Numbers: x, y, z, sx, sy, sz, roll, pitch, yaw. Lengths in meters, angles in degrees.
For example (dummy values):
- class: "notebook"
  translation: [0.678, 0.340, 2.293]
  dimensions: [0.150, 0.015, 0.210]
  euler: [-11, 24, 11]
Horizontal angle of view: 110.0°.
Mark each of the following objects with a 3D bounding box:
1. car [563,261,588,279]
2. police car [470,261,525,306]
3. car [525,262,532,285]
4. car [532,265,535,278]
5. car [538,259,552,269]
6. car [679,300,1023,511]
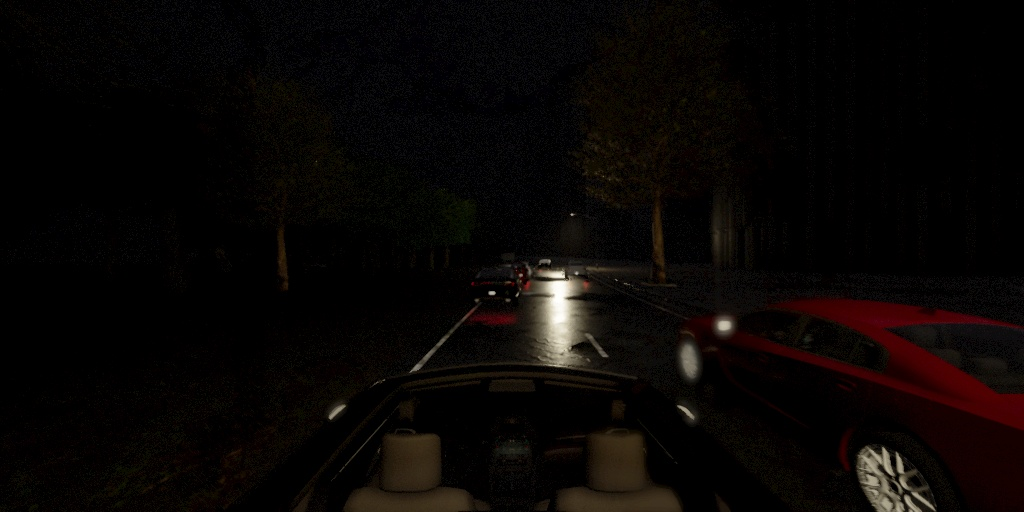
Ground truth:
- class: "car"
  translation: [5.638, 1.193, 31.940]
  dimensions: [1.812, 1.442, 4.674]
  euler: [0, 0, 7]
- class: "police car"
  translation: [-0.575, 1.138, 15.676]
  dimensions: [1.930, 1.638, 5.238]
  euler: [0, 0, 3]
- class: "car"
  translation: [0.203, 1.163, 25.509]
  dimensions: [1.882, 1.535, 5.008]
  euler: [0, 0, 6]
- class: "car"
  translation: [0.848, 1.195, 31.459]
  dimensions: [1.812, 1.442, 4.674]
  euler: [0, 0, 7]
- class: "car"
  translation: [4.827, 1.209, 52.382]
  dimensions: [1.895, 1.301, 4.718]
  euler: [0, 0, 8]
- class: "car"
  translation: [3.662, 1.222, 3.962]
  dimensions: [1.882, 1.535, 5.008]
  euler: [0, 0, 1]
